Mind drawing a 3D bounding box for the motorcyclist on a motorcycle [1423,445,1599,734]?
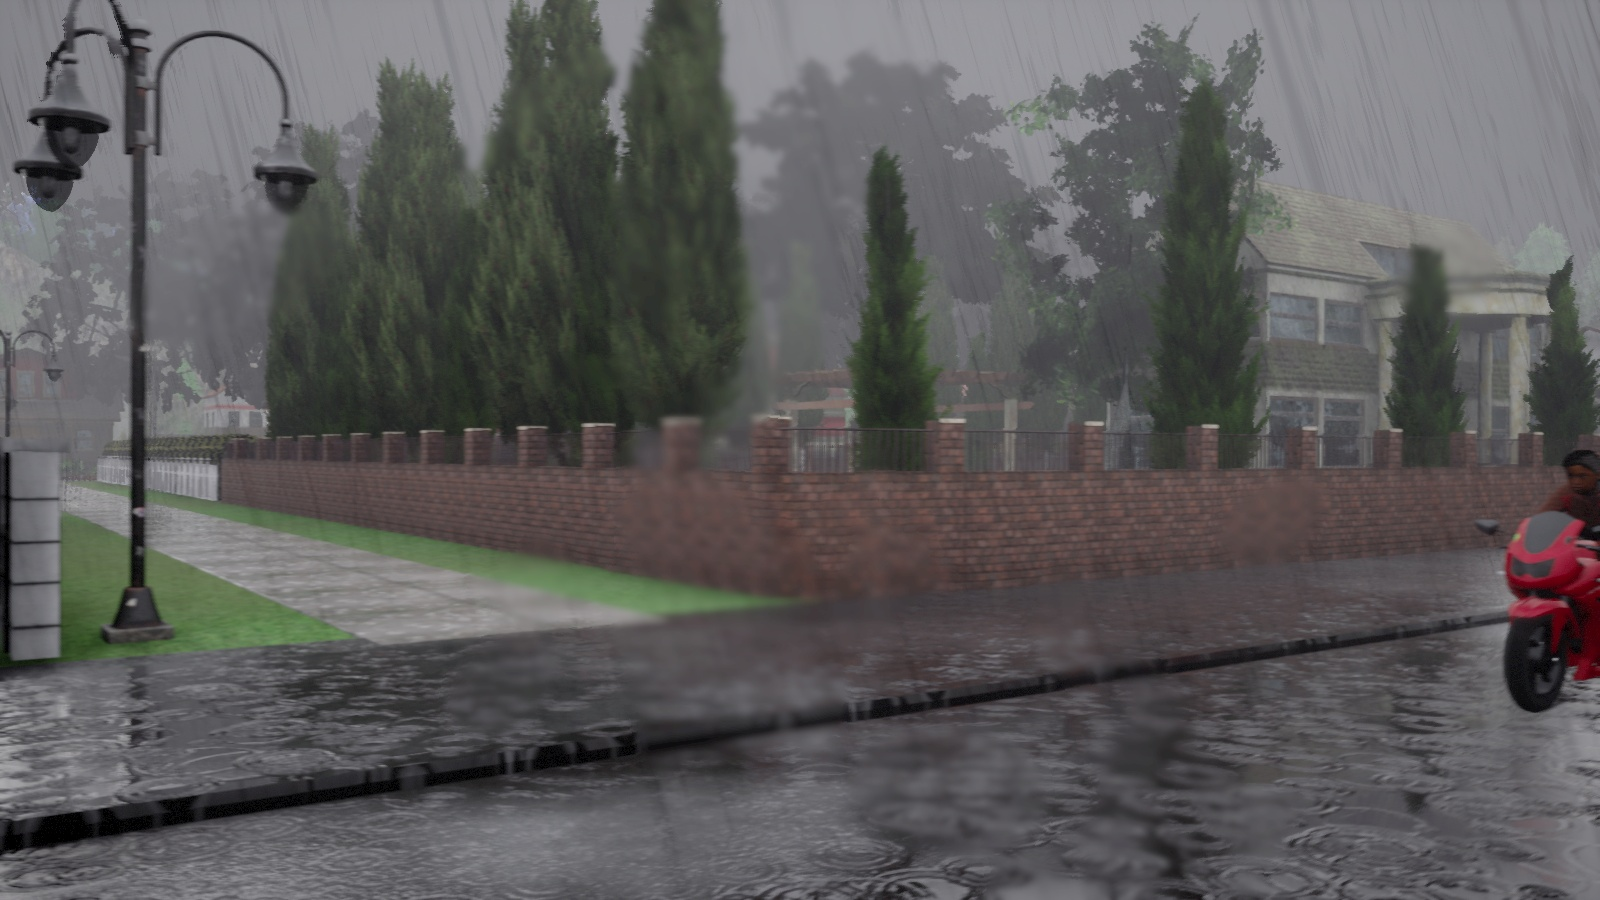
[{"bbox_3d":[4.670,0.735,7.520,2.044,1.523,0.797,0,0,-35],"label":"motorcyclist on a motorcycle"}]
